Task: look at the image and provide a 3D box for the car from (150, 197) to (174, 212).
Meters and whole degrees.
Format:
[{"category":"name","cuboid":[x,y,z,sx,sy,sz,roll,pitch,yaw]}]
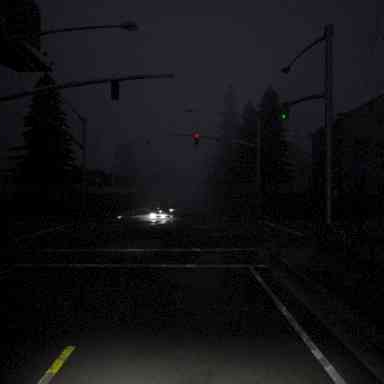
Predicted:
[{"category":"car","cuboid":[-3.618,1.491,38.108,2.128,1.511,4.902,0,0,0]}]
